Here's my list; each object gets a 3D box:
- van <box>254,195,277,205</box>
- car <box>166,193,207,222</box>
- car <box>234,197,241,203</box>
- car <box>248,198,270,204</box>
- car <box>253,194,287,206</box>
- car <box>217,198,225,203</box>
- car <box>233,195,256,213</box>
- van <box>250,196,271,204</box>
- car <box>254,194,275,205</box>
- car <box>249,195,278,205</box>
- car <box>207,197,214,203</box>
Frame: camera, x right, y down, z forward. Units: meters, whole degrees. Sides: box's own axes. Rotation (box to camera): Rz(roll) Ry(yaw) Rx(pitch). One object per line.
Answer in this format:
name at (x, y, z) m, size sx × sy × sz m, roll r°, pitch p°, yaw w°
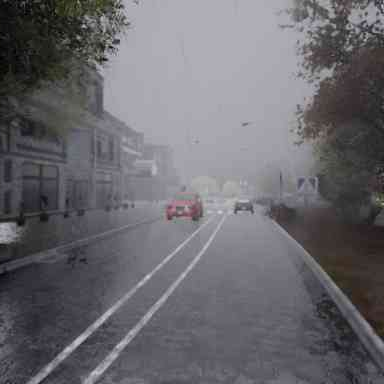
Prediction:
van at (15.343, 1.685, 69.409) m, size 4.442 × 1.987 × 1.878 m, roll 2°, pitch -1°, yaw -13°
car at (-0.417, 1.074, 25.627) m, size 2.150 × 2.045 × 5.566 m, roll 0°, pitch 0°, yaw 9°
car at (12.156, 2.208, 88.863) m, size 1.882 × 1.535 × 5.008 m, roll 0°, pitch -1°, yaw 7°
car at (16.963, 2.223, 84.085) m, size 4.792 × 1.488 × 2.163 m, roll 2°, pitch -1°, yaw -13°
car at (14.182, 1.468, 60.546) m, size 5.566 × 2.045 × 2.435 m, roll 2°, pitch -1°, yaw -13°
car at (7.315, 2.145, 83.146) m, size 1.994 × 1.385 × 4.181 m, roll 0°, pitch -1°, yaw 7°
car at (5.290, 1.373, 34.003) m, size 1.812 × 1.442 × 4.674 m, roll 0°, pitch 0°, yaw 9°
van at (16.709, 1.916, 81.171) m, size 4.442 × 1.987 × 1.878 m, roll 2°, pitch -1°, yaw -13°
car at (13.890, 1.406, 57.632) m, size 5.566 × 2.045 × 2.435 m, roll 2°, pitch -1°, yaw -13°
car at (15.604, 1.717, 72.324) m, size 5.566 × 2.045 × 2.435 m, roll 2°, pitch -1°, yaw -13°
car at (4.533, 2.047, 83.454) m, size 1.882 × 1.535 × 5.008 m, roll 0°, pitch -1°, yaw 7°
